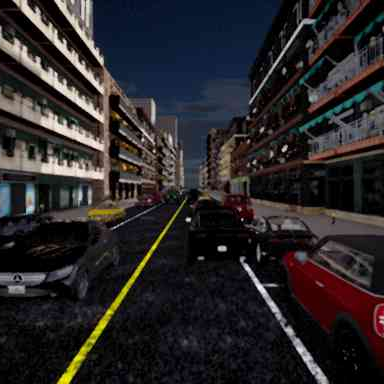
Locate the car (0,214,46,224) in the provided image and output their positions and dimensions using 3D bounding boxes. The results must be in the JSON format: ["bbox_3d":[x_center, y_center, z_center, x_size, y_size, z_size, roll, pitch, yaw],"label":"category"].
[{"bbox_3d":[-5.635,1.428,10.958,1.947,1.339,4.313,0,1,0],"label":"car"}]

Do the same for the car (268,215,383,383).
[{"bbox_3d":[2.718,1.373,5.277,1.967,1.590,4.097,0,1,0],"label":"car"}]

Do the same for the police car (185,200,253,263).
[{"bbox_3d":[0.812,1.280,11.525,1.930,1.638,5.238,0,1,0],"label":"police car"}]

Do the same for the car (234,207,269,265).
[{"bbox_3d":[2.746,1.413,10.913,2.008,1.369,4.403,0,1,0],"label":"car"}]

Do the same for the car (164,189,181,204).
[{"bbox_3d":[-2.841,0.601,49.190,2.150,2.045,5.566,0,1,1],"label":"car"}]

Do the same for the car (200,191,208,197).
[{"bbox_3d":[3.111,0.475,84.179,1.887,1.381,4.507,0,1,0],"label":"car"}]

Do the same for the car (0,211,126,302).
[{"bbox_3d":[-3.059,1.423,8.151,1.812,1.442,4.674,0,1,0],"label":"car"}]

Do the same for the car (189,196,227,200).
[{"bbox_3d":[0.928,1.242,21.421,1.837,1.490,4.892,0,1,1],"label":"car"}]

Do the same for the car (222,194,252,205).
[{"bbox_3d":[2.803,1.036,22.182,2.192,1.841,5.009,0,1,0],"label":"car"}]

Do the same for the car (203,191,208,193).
[{"bbox_3d":[3.055,0.598,73.078,1.752,1.417,4.829,0,1,0],"label":"car"}]

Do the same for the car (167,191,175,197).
[{"bbox_3d":[-5.269,0.475,84.226,1.887,1.381,4.507,0,1,0],"label":"car"}]

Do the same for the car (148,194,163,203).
[{"bbox_3d":[-5.439,0.946,50.411,1.802,1.307,4.206,0,1,0],"label":"car"}]

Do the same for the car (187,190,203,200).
[{"bbox_3d":[0.248,0.901,47.953,1.837,1.490,4.892,0,1,1],"label":"car"}]

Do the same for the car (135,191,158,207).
[{"bbox_3d":[-5.494,0.947,39.137,1.967,1.590,4.097,0,1,0],"label":"car"}]

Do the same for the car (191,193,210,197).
[{"bbox_3d":[1.037,1.108,27.607,1.801,1.575,5.366,0,1,0],"label":"car"}]

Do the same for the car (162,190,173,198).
[{"bbox_3d":[-5.325,0.390,72.951,2.192,1.841,5.009,0,1,0],"label":"car"}]

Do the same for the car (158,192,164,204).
[{"bbox_3d":[-5.465,0.751,44.772,2.192,1.841,5.009,0,1,0],"label":"car"}]

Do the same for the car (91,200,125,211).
[{"bbox_3d":[-5.579,1.249,22.060,1.752,1.417,4.829,0,1,0],"label":"car"}]
